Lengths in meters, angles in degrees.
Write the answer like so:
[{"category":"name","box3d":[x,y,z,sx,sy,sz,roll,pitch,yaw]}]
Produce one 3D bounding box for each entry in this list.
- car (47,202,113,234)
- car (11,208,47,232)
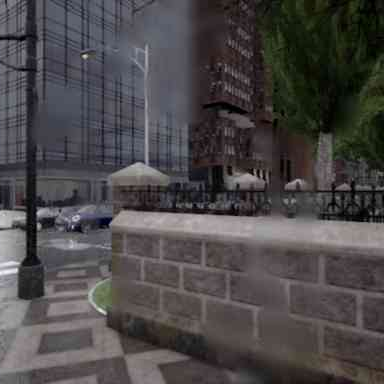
[{"category":"car","box3d":[-5.747,1.426,19.756,2.097,1.767,4.553,0,0,36]},{"category":"car","box3d":[-8.618,1.615,20.335,2.008,1.369,4.403,0,-1,36]}]
